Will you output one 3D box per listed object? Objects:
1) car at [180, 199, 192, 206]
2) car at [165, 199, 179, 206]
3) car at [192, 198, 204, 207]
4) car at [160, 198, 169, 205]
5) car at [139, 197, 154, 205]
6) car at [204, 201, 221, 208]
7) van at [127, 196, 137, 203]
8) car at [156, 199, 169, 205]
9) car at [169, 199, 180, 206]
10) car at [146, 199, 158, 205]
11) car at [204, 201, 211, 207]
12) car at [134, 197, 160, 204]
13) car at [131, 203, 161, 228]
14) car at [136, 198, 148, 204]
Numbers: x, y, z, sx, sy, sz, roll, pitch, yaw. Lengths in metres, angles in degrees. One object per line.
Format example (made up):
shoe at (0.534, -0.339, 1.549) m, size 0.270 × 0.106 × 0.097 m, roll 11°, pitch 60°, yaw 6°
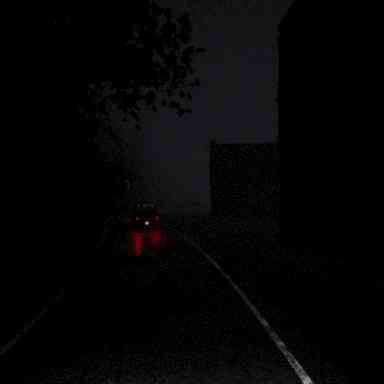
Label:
car at (-2.699, 2.593, 78.217) m, size 2.097 × 1.535 × 5.008 m, roll 4°, pitch -2°, yaw -24°
car at (-5.587, 2.891, 91.451) m, size 1.946 × 1.575 × 5.366 m, roll 4°, pitch -2°, yaw -24°
car at (-0.150, 2.516, 79.386) m, size 2.435 × 2.045 × 5.566 m, roll 4°, pitch -2°, yaw -24°
car at (-7.792, 2.250, 76.000) m, size 2.163 × 1.488 × 4.792 m, roll 4°, pitch -2°, yaw -24°
car at (-10.308, 2.058, 74.822) m, size 2.163 × 1.488 × 4.792 m, roll 4°, pitch -2°, yaw -24°
car at (4.943, 3.114, 81.575) m, size 2.163 × 1.488 × 4.792 m, roll 3°, pitch -2°, yaw -24°
van at (-15.632, 1.928, 86.664) m, size 1.878 × 1.987 × 4.442 m, roll 4°, pitch -2°, yaw -24°
car at (-8.073, 2.748, 90.178) m, size 2.163 × 1.488 × 4.792 m, roll 4°, pitch -2°, yaw -24°
car at (-5.242, 2.285, 77.132) m, size 2.185 × 1.767 × 4.553 m, roll 4°, pitch -2°, yaw -24°
car at (-10.721, 2.566, 88.978) m, size 2.002 × 1.452 × 4.674 m, roll 4°, pitch -2°, yaw -24°
car at (2.397, 2.932, 80.473) m, size 2.231 × 1.521 × 4.892 m, roll 3°, pitch -2°, yaw -24°
car at (-5.441, 1.708, 40.902) m, size 2.097 × 1.767 × 4.553 m, roll 0°, pitch -1°, yaw -1°
car at (-3.363, 1.726, 23.529) m, size 1.895 × 1.301 × 4.718 m, roll 0°, pitch 0°, yaw -12°
car at (-13.261, 2.376, 87.853) m, size 2.002 × 1.452 × 4.674 m, roll 4°, pitch -2°, yaw -24°
